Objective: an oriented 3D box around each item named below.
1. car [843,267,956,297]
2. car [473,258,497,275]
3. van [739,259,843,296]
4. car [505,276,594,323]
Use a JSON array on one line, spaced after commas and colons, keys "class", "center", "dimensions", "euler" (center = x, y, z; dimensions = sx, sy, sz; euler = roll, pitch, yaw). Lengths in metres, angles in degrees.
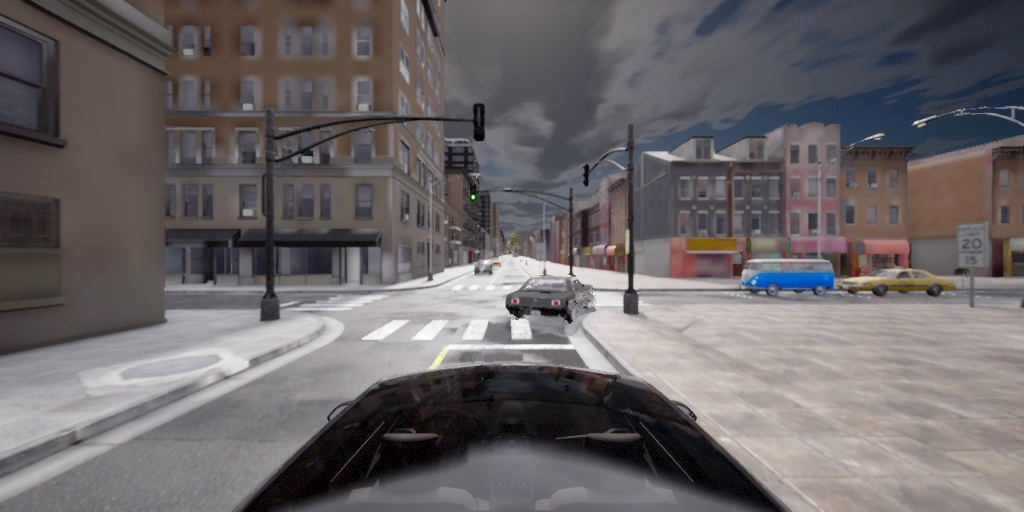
[{"class": "car", "center": [19.113, 1.224, 17.964], "dimensions": [4.829, 1.417, 1.751], "euler": [0, 0, 0]}, {"class": "car", "center": [-3.009, 1.195, 38.531], "dimensions": [2.128, 1.511, 4.902], "euler": [0, 0, 0]}, {"class": "van", "center": [13.671, 1.045, 17.948], "dimensions": [3.998, 1.789, 1.690], "euler": [0, 0, 0]}, {"class": "car", "center": [1.490, 1.327, 12.208], "dimensions": [1.895, 1.301, 4.718], "euler": [0, 0, 21]}]
